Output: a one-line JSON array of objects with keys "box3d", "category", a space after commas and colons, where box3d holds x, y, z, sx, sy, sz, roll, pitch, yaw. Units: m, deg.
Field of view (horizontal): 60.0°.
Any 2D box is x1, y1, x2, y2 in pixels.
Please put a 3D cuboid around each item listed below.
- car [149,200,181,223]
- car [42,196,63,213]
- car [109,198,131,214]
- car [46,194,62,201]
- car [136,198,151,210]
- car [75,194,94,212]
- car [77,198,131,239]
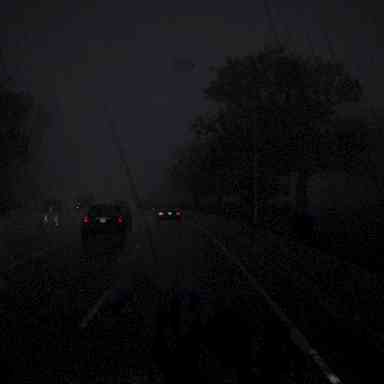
[{"box3d": [-1.981, 1.570, 25.963, 2.033, 1.411, 5.357, 0, 0, -10], "category": "car"}, {"box3d": [-15.662, 1.517, 37.530, 2.128, 1.511, 4.902, 0, 0, -17], "category": "car"}, {"box3d": [-8.089, 1.522, 37.172, 2.128, 1.511, 4.902, 0, 0, -15], "category": "car"}, {"box3d": [-32.065, 1.283, 76.978, 2.128, 1.511, 4.902, 0, 0, -39], "category": "car"}, {"box3d": [-6.032, 1.529, 42.473, 2.128, 1.511, 4.902, 0, 0, -17], "category": "car"}, {"box3d": [-12.739, 1.249, 40.021, 2.150, 2.045, 5.566, 0, 0, -17], "category": "car"}, {"box3d": [-4.422, 1.368, 17.756, 2.097, 1.767, 4.553, 0, 0, -6], "category": "car"}]
